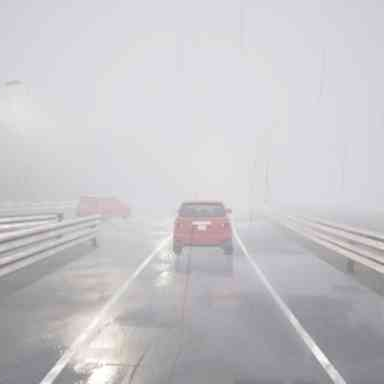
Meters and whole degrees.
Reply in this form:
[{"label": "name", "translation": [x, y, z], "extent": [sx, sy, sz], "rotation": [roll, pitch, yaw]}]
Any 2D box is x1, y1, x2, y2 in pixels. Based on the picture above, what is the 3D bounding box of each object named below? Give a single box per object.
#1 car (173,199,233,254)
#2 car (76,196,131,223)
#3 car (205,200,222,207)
[{"label": "car", "translation": [0.514, 1.308, 13.990], "extent": [2.150, 2.045, 5.566], "rotation": [0, 0, 4]}, {"label": "car", "translation": [-7.086, 1.312, 27.181], "extent": [2.150, 2.045, 5.566], "rotation": [0, -1, 18]}, {"label": "car", "translation": [4.033, 2.088, 61.040], "extent": [1.895, 1.301, 4.718], "rotation": [0, -1, 18]}]
